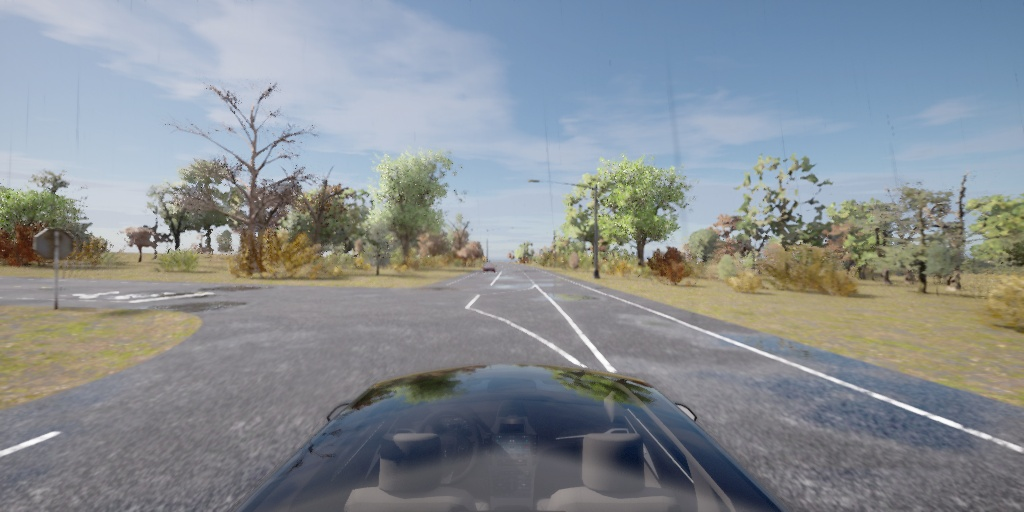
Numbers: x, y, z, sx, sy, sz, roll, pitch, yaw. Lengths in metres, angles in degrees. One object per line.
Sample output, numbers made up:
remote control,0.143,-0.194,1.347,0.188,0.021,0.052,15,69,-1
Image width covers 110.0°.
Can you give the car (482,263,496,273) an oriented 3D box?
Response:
car,-3.464,1.820,54.941,1.882,1.535,5.008,0,-1,0
